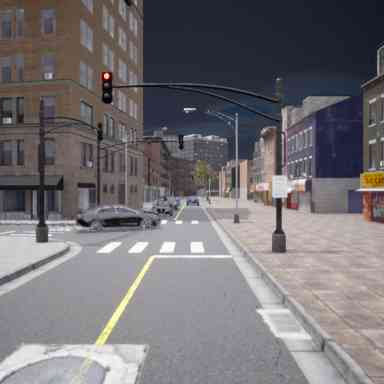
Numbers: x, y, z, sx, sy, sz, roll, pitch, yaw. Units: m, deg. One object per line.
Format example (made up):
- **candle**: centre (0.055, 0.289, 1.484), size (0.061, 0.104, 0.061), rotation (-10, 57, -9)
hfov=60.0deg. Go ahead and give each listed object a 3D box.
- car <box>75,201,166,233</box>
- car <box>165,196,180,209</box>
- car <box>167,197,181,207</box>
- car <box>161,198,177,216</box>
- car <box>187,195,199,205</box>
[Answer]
- **car**: centre (-4.365, 1.506, 19.846), size (4.902, 1.511, 2.128), rotation (0, 1, -21)
- **car**: centre (-2.824, 1.360, 42.087), size (2.097, 1.767, 4.553), rotation (0, 0, 0)
- **car**: centre (-2.815, 1.560, 52.710), size (2.033, 1.411, 5.357), rotation (0, 0, 0)
- **car**: centre (-2.832, 1.568, 32.315), size (1.994, 1.385, 4.181), rotation (0, 0, 0)
- **car**: centre (0.131, 1.367, 57.467), size (2.097, 1.767, 4.553), rotation (0, 0, 0)
